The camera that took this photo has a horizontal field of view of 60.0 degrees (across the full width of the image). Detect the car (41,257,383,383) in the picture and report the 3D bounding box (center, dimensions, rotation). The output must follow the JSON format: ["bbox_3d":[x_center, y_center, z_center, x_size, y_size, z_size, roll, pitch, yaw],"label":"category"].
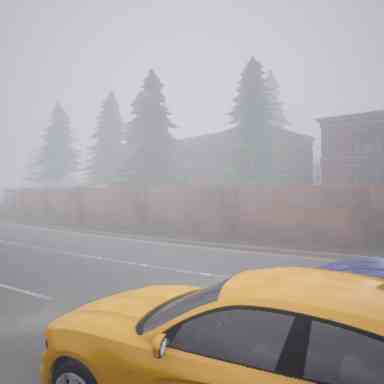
[{"bbox_3d":[0.802,1.476,2.992,5.008,1.535,1.882,0,0,29],"label":"car"}]
